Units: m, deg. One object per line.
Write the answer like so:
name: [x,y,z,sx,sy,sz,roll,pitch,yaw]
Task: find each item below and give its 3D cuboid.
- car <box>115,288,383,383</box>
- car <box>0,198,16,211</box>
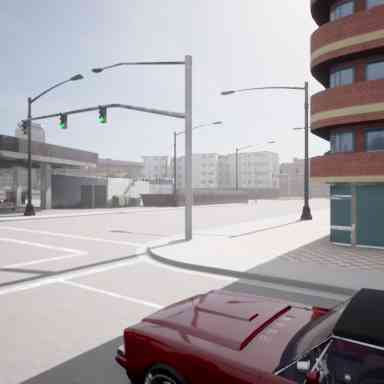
car: [1.528,1.601,2.884,4.718,1.301,1.895,0,0,36]
car: [-22.337,1.455,38.835,3.806,1.475,1.970,0,0,36]
